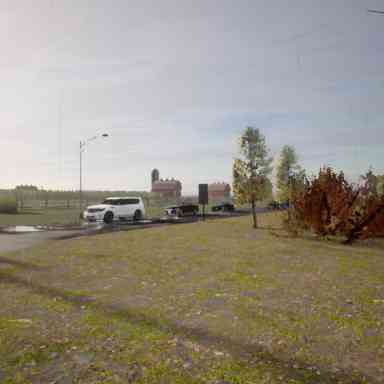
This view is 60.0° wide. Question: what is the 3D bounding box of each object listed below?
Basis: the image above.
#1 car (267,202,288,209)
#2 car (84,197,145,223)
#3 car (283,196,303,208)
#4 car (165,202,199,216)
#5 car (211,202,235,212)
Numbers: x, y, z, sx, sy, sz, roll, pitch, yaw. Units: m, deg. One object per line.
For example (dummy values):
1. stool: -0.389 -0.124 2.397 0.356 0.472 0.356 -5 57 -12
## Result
1. car: 13.531 1.965 53.126 1.837 1.490 4.892 -1 -1 32
2. car: -6.390 1.452 28.174 2.150 2.045 5.566 -1 -1 34
3. car: 18.765 1.783 61.649 2.150 2.045 5.566 -1 -1 32
4. car: -1.057 1.817 36.690 2.128 1.511 4.902 -1 -1 32
5. car: 4.283 1.986 45.205 1.994 1.385 4.181 -1 -1 32
